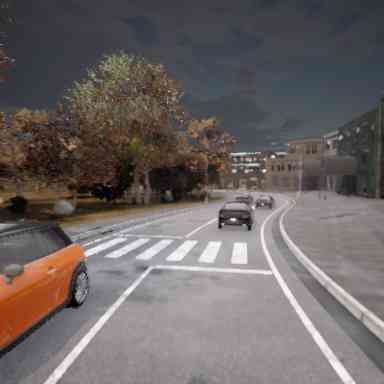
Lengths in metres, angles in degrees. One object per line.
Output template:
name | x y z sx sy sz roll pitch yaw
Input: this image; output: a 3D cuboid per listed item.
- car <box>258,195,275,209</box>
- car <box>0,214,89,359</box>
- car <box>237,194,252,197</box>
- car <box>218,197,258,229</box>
car | 8.402 1.117 37.995 1.812 1.442 4.674 2 1 20
car | -3.245 1.309 4.808 2.097 1.767 4.553 0 0 4
car | 7.106 0.922 45.443 2.033 1.411 5.357 2 2 19
car | 2.811 1.322 20.436 1.882 1.535 5.008 1 1 13
